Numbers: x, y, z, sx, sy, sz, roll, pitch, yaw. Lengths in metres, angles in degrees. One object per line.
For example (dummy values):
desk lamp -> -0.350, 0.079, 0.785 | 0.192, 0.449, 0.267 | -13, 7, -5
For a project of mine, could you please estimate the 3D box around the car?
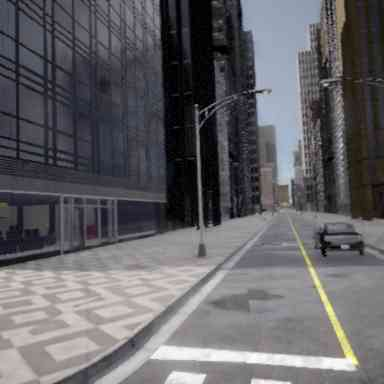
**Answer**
car -> 7.229, 2.276, 16.674 | 2.128, 1.511, 4.902 | -3, -4, 15
